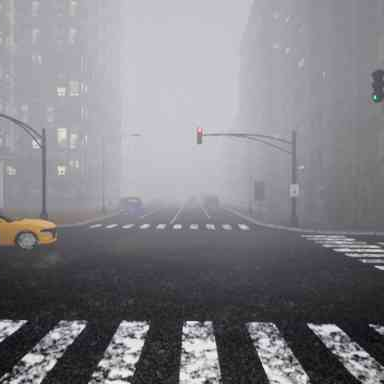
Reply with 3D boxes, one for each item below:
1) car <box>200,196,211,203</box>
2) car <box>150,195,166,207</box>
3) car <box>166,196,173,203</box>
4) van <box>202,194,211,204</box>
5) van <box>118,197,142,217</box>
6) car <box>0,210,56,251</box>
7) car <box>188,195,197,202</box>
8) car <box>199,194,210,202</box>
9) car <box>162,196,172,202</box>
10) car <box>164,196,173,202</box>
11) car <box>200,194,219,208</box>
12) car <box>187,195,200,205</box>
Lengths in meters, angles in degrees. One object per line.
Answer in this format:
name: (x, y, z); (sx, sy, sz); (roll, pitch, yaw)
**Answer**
car: (2.752, 1.562, 69.454); (2.008, 1.369, 4.403); (0, 0, 0)
car: (-5.643, 1.529, 52.638); (1.752, 1.417, 4.829); (0, 0, 0)
car: (-5.629, 1.451, 69.460); (1.967, 1.590, 4.097); (0, 0, 0)
van: (2.747, 1.349, 63.903); (1.690, 1.788, 3.998); (0, 0, 0)
van: (-5.663, 1.339, 30.604); (1.690, 1.788, 3.998); (0, 0, 0)
car: (-7.840, 1.353, 12.630); (5.008, 1.535, 1.882); (1, 1, -15)
car: (0.065, 1.361, 70.101); (1.837, 1.490, 4.892); (0, 0, 0)
car: (2.756, 1.329, 75.005); (2.192, 1.841, 5.009); (0, 0, 0)
car: (-5.624, 1.539, 74.841); (1.752, 1.417, 4.829); (0, 0, 0)
car: (-5.619, 1.569, 80.563); (2.008, 1.369, 4.403); (0, 0, 0)
car: (2.732, 1.317, 47.251); (2.192, 1.841, 5.009); (0, 0, 0)
car: (0.058, 1.607, 60.125); (1.895, 1.301, 4.718); (0, 0, 0)
